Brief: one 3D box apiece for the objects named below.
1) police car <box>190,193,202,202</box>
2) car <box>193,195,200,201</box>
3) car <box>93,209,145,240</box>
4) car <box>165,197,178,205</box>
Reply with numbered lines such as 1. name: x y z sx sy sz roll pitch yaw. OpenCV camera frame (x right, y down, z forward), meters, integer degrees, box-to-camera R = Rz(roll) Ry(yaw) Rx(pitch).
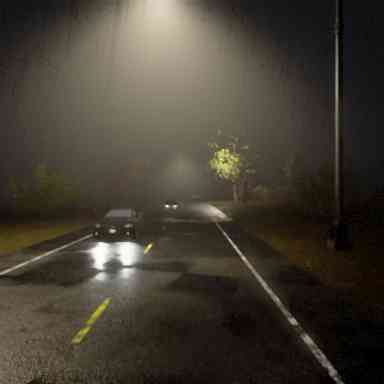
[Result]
1. police car: 1.079 1.382 71.940 1.930 1.638 5.238 0 0 0
2. car: 1.082 1.426 81.832 1.882 1.535 5.008 0 0 0
3. car: -3.593 1.560 16.973 1.994 1.385 4.181 0 0 0
4. car: -3.535 1.533 57.276 1.994 1.385 4.181 0 0 1
